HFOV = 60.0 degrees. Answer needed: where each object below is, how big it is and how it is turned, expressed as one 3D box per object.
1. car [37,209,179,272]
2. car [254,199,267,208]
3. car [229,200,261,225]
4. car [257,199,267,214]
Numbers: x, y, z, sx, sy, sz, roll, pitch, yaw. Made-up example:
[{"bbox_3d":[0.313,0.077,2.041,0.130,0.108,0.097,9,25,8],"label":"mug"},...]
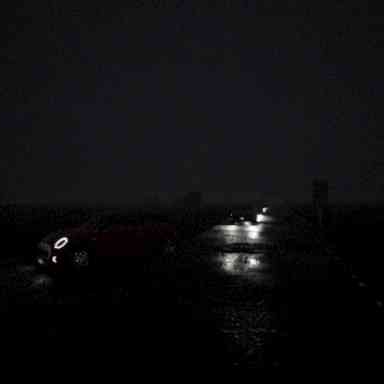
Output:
[{"bbox_3d":[-2.767,1.452,11.361,4.553,1.767,2.097,-1,0,-38],"label":"car"},{"bbox_3d":[11.559,1.830,55.730,2.033,1.411,5.357,0,0,14],"label":"car"},{"bbox_3d":[4.052,1.625,25.482,1.837,1.490,4.892,0,-1,14],"label":"car"},{"bbox_3d":[7.241,1.680,38.482,2.128,1.511,4.902,0,0,14],"label":"car"}]
